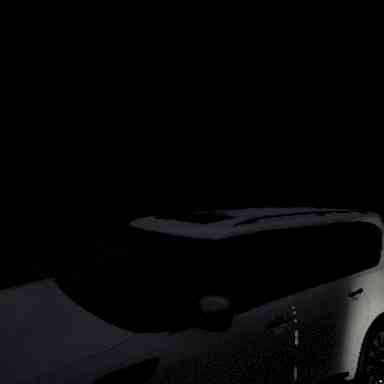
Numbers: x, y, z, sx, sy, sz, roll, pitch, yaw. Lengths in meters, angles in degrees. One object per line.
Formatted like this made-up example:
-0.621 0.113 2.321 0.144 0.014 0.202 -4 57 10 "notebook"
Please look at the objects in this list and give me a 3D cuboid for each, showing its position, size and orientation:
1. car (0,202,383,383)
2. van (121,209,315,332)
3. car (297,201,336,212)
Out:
0.167 1.222 3.497 5.566 2.045 2.150 0 0 -35 "car"
0.702 1.343 7.147 3.998 1.788 1.690 0 0 -35 "van"
18.647 2.142 50.151 2.033 1.411 5.357 0 -1 -35 "car"
